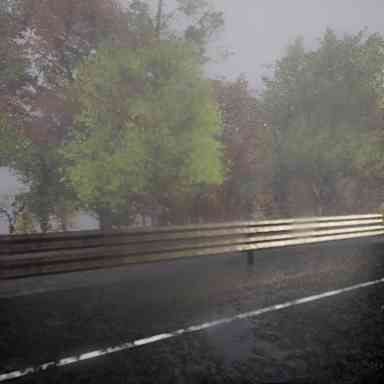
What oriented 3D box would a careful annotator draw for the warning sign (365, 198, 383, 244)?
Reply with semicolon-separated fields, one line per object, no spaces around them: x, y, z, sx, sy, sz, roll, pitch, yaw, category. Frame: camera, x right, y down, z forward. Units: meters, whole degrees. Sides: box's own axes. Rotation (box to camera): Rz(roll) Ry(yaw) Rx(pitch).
8.319;1.216;14.155;1.060;1.860;1.300;-1;2;-33;warning sign
